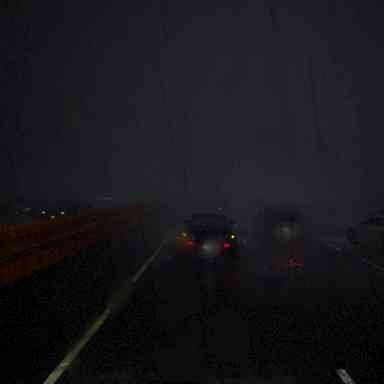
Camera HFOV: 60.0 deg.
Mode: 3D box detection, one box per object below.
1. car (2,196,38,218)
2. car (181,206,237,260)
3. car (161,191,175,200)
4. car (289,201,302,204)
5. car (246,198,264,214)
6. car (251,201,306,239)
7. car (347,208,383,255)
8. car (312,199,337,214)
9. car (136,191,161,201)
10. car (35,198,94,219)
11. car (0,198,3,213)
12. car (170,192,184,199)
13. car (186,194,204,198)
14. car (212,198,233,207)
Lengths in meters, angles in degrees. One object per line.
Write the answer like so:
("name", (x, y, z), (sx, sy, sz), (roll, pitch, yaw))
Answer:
("car", (-12.435, 1.211, 26.360), (1.812, 1.442, 4.674), (1, 0, 7))
("car", (0.619, 1.470, 12.179), (1.812, 1.442, 4.674), (1, 0, 3))
("car", (-5.023, 0.778, 68.773), (2.150, 2.045, 5.566), (1, 0, 21))
("car", (9.877, 1.568, 32.599), (1.895, 1.301, 4.718), (1, 0, 10))
("car", (6.678, 1.404, 34.312), (2.128, 1.511, 4.902), (1, 0, 11))
("car", (4.451, 1.475, 17.356), (1.837, 1.490, 4.892), (1, 0, 4))
("car", (7.650, 1.566, 12.684), (1.812, 1.442, 4.674), (1, 0, 3))
("car", (14.043, 1.488, 35.511), (1.882, 1.535, 5.008), (1, 0, 11))
("car", (-9.166, 0.737, 67.912), (2.150, 2.045, 5.566), (1, 0, 21))
("car", (-9.114, 1.286, 24.967), (2.033, 1.411, 5.357), (1, 0, 6))
("car", (-15.628, 1.131, 28.962), (1.837, 1.490, 4.892), (1, 0, 8))
("car", (-2.171, 1.175, 66.505), (1.994, 1.385, 4.181), (1, 0, 22))
("car", (0.927, 1.166, 64.808), (2.128, 1.511, 4.902), (1, 0, 22))
("car", (3.150, 1.354, 34.476), (2.128, 1.511, 4.902), (1, 0, 11))
